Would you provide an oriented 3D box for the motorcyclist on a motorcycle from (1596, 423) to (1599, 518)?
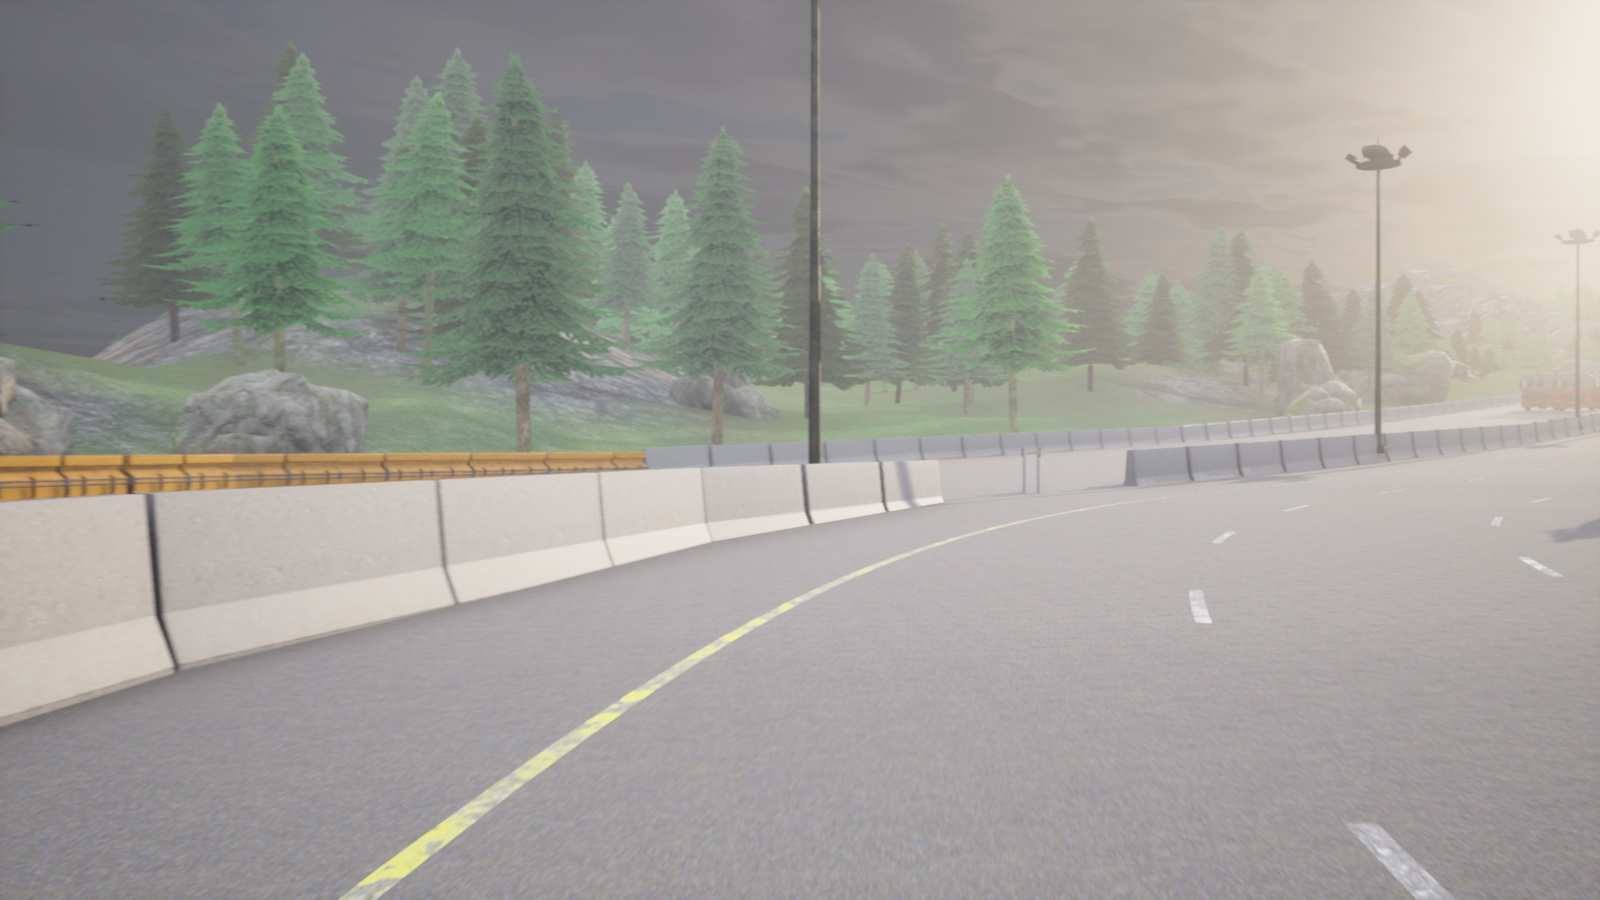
[{"bbox_3d":[14.175,0.338,21.489,0.866,1.590,1.817,1,1,33],"label":"motorcyclist on a motorcycle"}]
